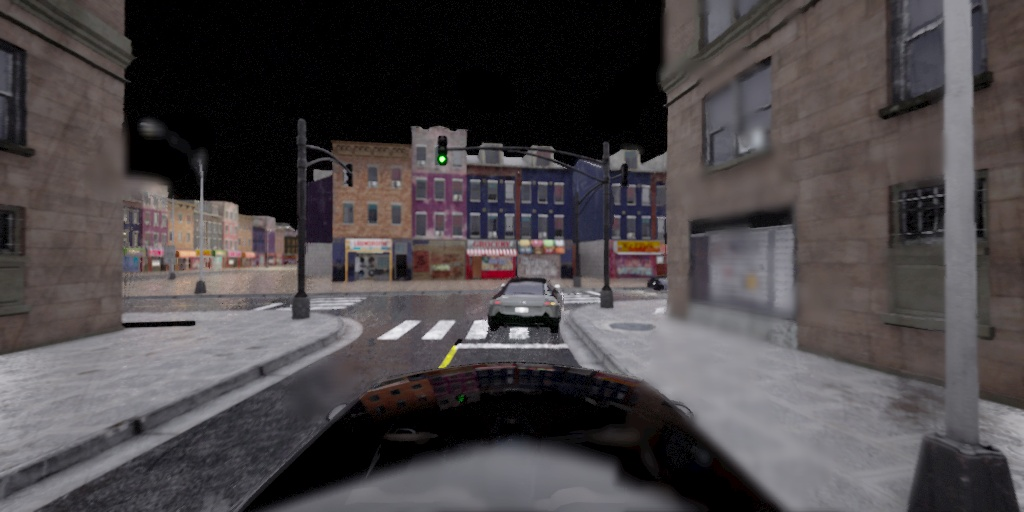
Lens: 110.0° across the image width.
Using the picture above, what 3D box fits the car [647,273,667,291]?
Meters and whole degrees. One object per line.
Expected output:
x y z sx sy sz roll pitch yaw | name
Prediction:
10.050 1.377 20.764 4.181 1.385 1.994 0 -1 -10 | car

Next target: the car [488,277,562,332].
0.542 1.353 11.158 1.994 1.385 4.181 0 0 8 | car
